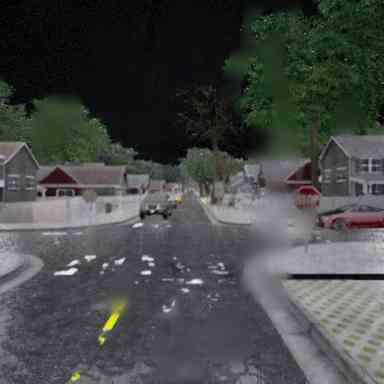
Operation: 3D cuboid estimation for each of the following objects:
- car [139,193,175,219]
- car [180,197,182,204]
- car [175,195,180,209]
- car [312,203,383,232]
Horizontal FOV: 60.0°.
[{"bbox_3d":[-2.903,1.086,27.722,2.150,2.045,5.566,0,0,2],"label":"car"},{"bbox_3d":[-2.788,1.196,56.440,1.882,1.535,5.008,0,0,1],"label":"car"},{"bbox_3d":[-2.838,1.321,41.403,1.812,1.442,4.674,0,0,0],"label":"car"},{"bbox_3d":[8.608,1.307,17.575,4.181,1.385,1.994,-1,0,0],"label":"car"}]
